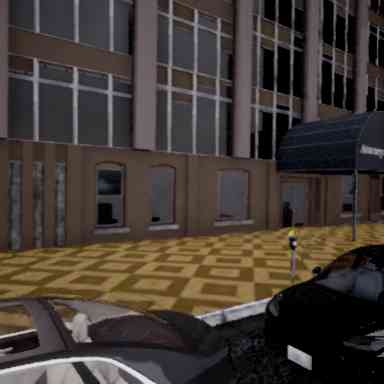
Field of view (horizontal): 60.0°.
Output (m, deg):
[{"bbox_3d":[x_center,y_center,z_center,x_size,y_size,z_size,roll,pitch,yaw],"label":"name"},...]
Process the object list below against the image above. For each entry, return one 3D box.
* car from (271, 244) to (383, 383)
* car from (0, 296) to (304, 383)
[{"bbox_3d":[3.043,1.553,5.043,4.313,1.339,1.947,1,1,-34],"label":"car"},{"bbox_3d":[-1.655,1.467,1.846,4.403,1.369,2.008,1,1,-34],"label":"car"}]
